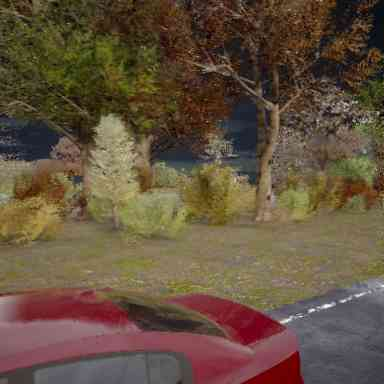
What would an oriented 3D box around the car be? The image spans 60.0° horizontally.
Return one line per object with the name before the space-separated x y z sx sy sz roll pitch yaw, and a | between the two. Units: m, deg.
car | -1.439 1.478 1.923 5.008 1.535 1.882 0 0 -35
